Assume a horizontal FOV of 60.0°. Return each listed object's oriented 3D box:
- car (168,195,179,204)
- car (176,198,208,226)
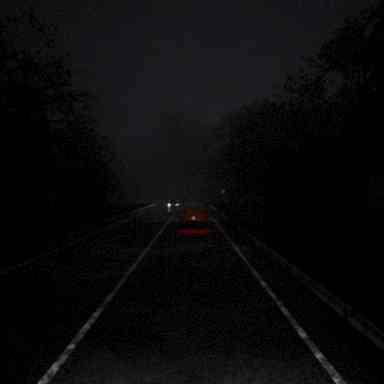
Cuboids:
[{"bbox_3d":[-3.486,1.337,62.762,1.837,1.490,4.892,0,3,-2],"label":"car"},{"bbox_3d":[0.095,1.449,23.107,1.882,1.535,5.008,0,0,0],"label":"car"}]
